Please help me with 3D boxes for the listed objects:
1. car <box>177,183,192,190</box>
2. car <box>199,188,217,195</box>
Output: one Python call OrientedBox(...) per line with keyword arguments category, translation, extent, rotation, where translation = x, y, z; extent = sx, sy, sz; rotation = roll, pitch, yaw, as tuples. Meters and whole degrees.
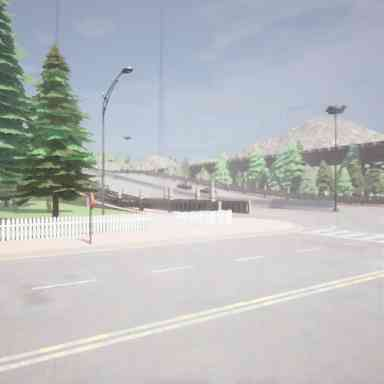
OrientedBox(category="car", translation=(-1.796, -1.389, 78.239), extent=(2.128, 1.511, 4.902), rotation=(0, 7, -34))
OrientedBox(category="car", translation=(3.467, -0.217, 70.502), extent=(1.812, 1.442, 4.674), rotation=(0, 7, -34))
